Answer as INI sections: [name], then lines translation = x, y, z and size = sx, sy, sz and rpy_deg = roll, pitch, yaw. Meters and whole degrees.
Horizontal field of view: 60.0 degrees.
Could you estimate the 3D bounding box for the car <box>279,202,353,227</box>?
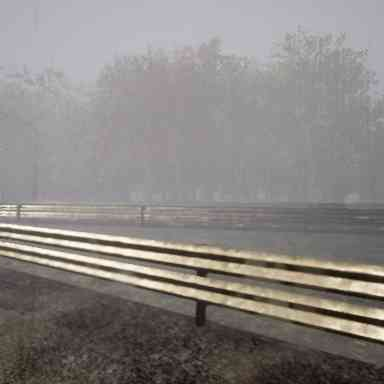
[car]
translation = 8.673, 1.506, 23.462
size = 4.856, 1.649, 2.033
rpy_deg = 0, 0, 16
